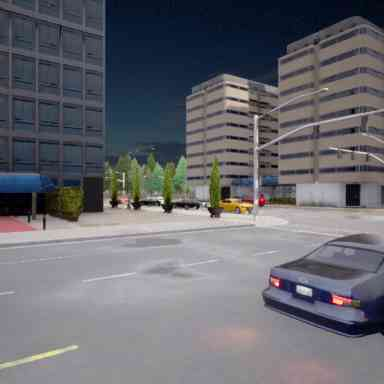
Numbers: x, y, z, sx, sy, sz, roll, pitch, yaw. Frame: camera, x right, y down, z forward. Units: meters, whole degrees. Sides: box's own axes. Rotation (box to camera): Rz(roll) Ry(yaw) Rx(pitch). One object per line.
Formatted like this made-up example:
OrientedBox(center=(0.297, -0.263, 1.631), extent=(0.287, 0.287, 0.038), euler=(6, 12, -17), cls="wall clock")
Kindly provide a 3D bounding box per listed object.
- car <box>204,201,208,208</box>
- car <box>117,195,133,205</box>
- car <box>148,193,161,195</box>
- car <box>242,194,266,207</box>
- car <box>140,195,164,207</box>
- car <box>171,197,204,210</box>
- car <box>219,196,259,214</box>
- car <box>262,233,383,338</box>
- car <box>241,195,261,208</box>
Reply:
OrientedBox(center=(0.289, 1.503, 48.113), extent=(2.128, 1.511, 4.902), euler=(0, 0, -35), cls="car")
OrientedBox(center=(-12.526, 1.362, 60.388), extent=(2.097, 1.767, 4.553), euler=(0, 0, -35), cls="car")
OrientedBox(center=(-5.777, 1.233, 56.796), extent=(2.150, 2.045, 5.566), euler=(0, 0, -34), cls="car")
OrientedBox(center=(8.357, 1.236, 49.123), extent=(2.150, 2.045, 5.566), euler=(0, 0, -35), cls="car")
OrientedBox(center=(-6.576, 1.611, 51.817), extent=(1.895, 1.301, 4.718), euler=(0, 0, -35), cls="car")
OrientedBox(center=(-0.858, 1.611, 43.649), extent=(1.895, 1.301, 4.718), euler=(0, 0, -35), cls="car")
OrientedBox(center=(4.503, 1.488, 35.995), extent=(1.882, 1.535, 5.008), euler=(0, 0, -35), cls="car")
OrientedBox(center=(3.761, 1.550, 6.505), extent=(5.357, 1.411, 2.033), euler=(0, 0, -35), cls="car")
OrientedBox(center=(5.602, 1.516, 40.529), extent=(1.837, 1.490, 4.892), euler=(0, 0, -35), cls="car")
